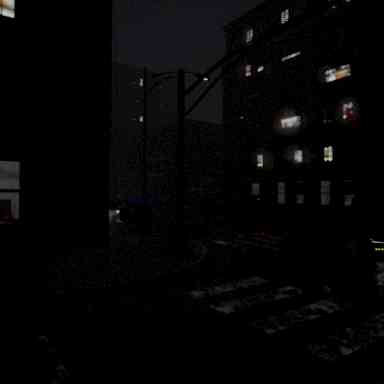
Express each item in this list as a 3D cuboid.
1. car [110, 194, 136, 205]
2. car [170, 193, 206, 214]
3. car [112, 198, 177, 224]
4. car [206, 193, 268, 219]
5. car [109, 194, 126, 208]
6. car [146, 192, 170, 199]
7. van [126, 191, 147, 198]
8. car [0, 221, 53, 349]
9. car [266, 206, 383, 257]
[{"bbox_3d":[-9.127,0.958,43.955,1.802,1.307,4.206,2,0,-36],"label":"car"},{"bbox_3d":[0.505,0.979,30.471,2.192,1.841,5.009,2,0,-36],"label":"car"},{"bbox_3d":[-3.112,1.278,21.105,1.947,1.339,4.313,2,0,-36],"label":"car"},{"bbox_3d":[3.714,1.078,25.976,2.192,1.841,5.009,2,0,-36],"label":"car"},{"bbox_3d":[-8.877,1.002,33.789,1.837,1.490,4.892,0,1,-36],"label":"car"},{"bbox_3d":[-2.708,1.006,34.967,1.967,1.590,4.097,2,0,-36],"label":"car"},{"bbox_3d":[-5.912,0.811,39.460,1.690,1.788,3.998,2,0,-36],"label":"van"},{"bbox_3d":[-4.179,1.309,3.579,5.009,1.841,2.192,0,0,-35],"label":"car"},{"bbox_3d":[5.605,1.549,13.497,1.837,1.490,4.892,0,2,-36],"label":"car"}]
